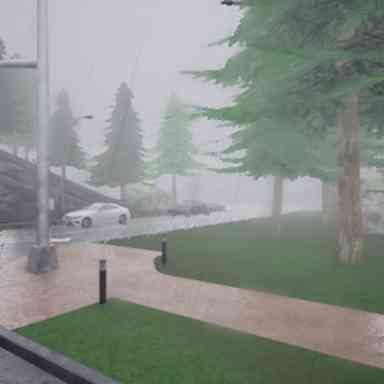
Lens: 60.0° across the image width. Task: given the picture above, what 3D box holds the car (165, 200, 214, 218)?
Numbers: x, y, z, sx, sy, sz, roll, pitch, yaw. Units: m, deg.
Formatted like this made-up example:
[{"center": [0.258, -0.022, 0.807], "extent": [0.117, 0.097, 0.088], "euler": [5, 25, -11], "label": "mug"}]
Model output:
[{"center": [-0.073, 1.455, 29.814], "extent": [2.033, 1.411, 5.357], "euler": [0, 0, 36], "label": "car"}]

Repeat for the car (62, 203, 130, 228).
[{"center": [-6.036, 1.434, 21.471], "extent": [1.812, 1.442, 4.674], "euler": [0, 0, 35], "label": "car"}]
